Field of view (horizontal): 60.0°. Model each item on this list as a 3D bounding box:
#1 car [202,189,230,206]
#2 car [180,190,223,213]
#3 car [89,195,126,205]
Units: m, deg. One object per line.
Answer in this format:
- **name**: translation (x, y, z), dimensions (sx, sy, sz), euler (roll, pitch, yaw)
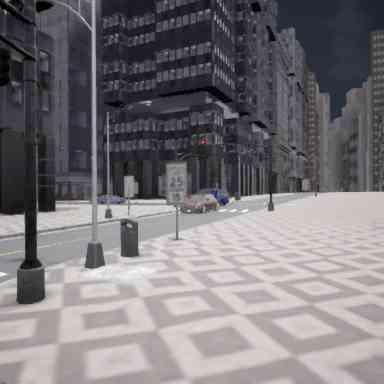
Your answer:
- **car**: translation (1.880, 0.646, 39.196), dimensions (2.150, 2.045, 5.566), euler (0, 0, -44)
- **car**: translation (0.703, 0.939, 29.535), dimensions (2.097, 1.767, 4.553), euler (-1, 1, 26)
- **car**: translation (-11.763, 1.070, 46.430), dimensions (5.357, 1.411, 2.033), euler (0, 0, 26)
